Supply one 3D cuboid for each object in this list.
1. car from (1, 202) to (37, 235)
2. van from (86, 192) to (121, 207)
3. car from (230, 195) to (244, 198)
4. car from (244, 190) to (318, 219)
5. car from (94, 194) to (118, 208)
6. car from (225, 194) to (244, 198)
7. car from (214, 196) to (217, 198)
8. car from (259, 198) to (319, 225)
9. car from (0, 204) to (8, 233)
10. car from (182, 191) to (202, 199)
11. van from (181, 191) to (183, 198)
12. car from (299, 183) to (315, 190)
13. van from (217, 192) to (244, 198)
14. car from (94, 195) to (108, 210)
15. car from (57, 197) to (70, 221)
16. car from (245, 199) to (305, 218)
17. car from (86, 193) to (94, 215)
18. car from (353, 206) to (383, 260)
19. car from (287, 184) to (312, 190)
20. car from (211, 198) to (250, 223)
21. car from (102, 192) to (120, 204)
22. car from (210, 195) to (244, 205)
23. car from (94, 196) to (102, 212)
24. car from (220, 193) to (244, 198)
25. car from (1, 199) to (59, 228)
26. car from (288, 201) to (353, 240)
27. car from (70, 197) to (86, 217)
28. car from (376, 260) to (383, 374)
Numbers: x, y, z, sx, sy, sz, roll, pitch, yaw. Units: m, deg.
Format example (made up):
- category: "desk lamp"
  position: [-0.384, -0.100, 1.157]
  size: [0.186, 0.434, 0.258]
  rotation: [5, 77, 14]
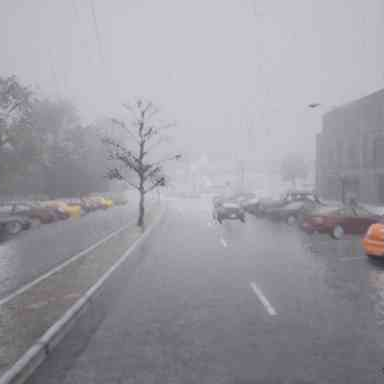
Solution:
- category: "car"
  position: [-10.672, 1.451, 16.799]
  size: [4.792, 1.488, 2.163]
  rotation: [-1, 0, -21]
- category: "van"
  position: [-12.382, 1.047, 46.387]
  size: [4.442, 1.987, 1.878]
  rotation: [-1, 0, -25]
- category: "car"
  position: [6.776, 1.326, 34.439]
  size: [4.674, 1.452, 2.002]
  rotation: [1, 1, -24]
- category: "car"
  position: [7.232, 1.085, 25.372]
  size: [5.566, 2.045, 2.435]
  rotation: [1, 1, -23]
- category: "car"
  position: [-11.599, 1.313, 37.563]
  size: [5.366, 1.575, 1.946]
  rotation: [-1, 0, -24]
- category: "car"
  position: [6.574, 1.309, 37.456]
  size: [4.674, 1.452, 2.002]
  rotation: [1, 0, -24]
- category: "car"
  position: [5.916, 1.093, 46.501]
  size: [4.553, 1.767, 2.185]
  rotation: [1, 1, -25]
- category: "car"
  position: [7.383, 1.354, 22.368]
  size: [5.008, 1.535, 2.097]
  rotation: [1, 1, -22]
- category: "car"
  position: [-10.649, 1.467, 13.805]
  size: [4.792, 1.488, 2.163]
  rotation: [-1, 1, -21]
- category: "car"
  position: [0.511, 1.062, 90.015]
  size: [4.553, 1.767, 2.185]
  rotation: [0, 0, -30]
- category: "van"
  position: [-0.077, 0.940, 92.933]
  size: [4.442, 1.987, 1.878]
  rotation: [0, 1, -30]
- category: "car"
  position: [23.151, -0.745, 65.103]
  size: [2.435, 2.045, 5.566]
  rotation: [-7, 4, -30]
- category: "van"
  position: [6.034, 1.008, 43.427]
  size: [4.442, 1.987, 1.878]
  rotation: [1, 1, -25]
- category: "car"
  position: [-11.558, 1.374, 34.528]
  size: [4.674, 1.452, 2.002]
  rotation: [-1, 1, -24]
- category: "car"
  position: [-10.949, 1.267, 22.693]
  size: [4.553, 1.767, 2.185]
  rotation: [-1, 0, -22]
- category: "car"
  position: [7.107, 1.360, 28.410]
  size: [4.674, 1.452, 2.002]
  rotation: [1, 0, -23]
- category: "car"
  position: [-11.175, 1.237, 28.626]
  size: [4.553, 1.767, 2.185]
  rotation: [-1, 1, -23]
- category: "car"
  position: [7.666, 1.297, 10.286]
  size: [4.553, 1.767, 2.185]
  rotation: [1, 0, -21]
- category: "car"
  position: [20.202, -0.162, 64.599]
  size: [2.002, 1.452, 4.674]
  rotation: [-7, 4, -30]
- category: "car"
  position: [2.608, 1.394, 24.086]
  size: [1.812, 1.442, 4.674]
  rotation: [0, 0, -2]
- category: "car"
  position: [-12.197, 1.163, 43.399]
  size: [4.553, 1.767, 2.185]
  rotation: [-1, 1, -24]
- category: "car"
  position: [5.518, 1.220, 52.478]
  size: [4.792, 1.488, 2.163]
  rotation: [0, 0, -26]
- category: "car"
  position: [-11.368, 1.388, 31.573]
  size: [4.674, 1.452, 2.002]
  rotation: [-1, 1, -23]
- category: "car"
  position: [6.373, 1.253, 40.468]
  size: [4.892, 1.521, 2.231]
  rotation: [1, 1, -24]
- category: "car"
  position: [-10.793, 1.407, 19.742]
  size: [5.008, 1.535, 2.097]
  rotation: [-1, 1, -22]
- category: "car"
  position: [7.563, 1.388, 16.333]
  size: [5.008, 1.535, 2.097]
  rotation: [1, 0, -22]
- category: "car"
  position: [-11.221, 1.377, 25.585]
  size: [5.366, 1.575, 1.946]
  rotation: [-1, 1, -22]
- category: "car"
  position: [3.083, 1.552, 1.929]
  size: [1.994, 1.385, 4.181]
  rotation: [0, 0, 0]
